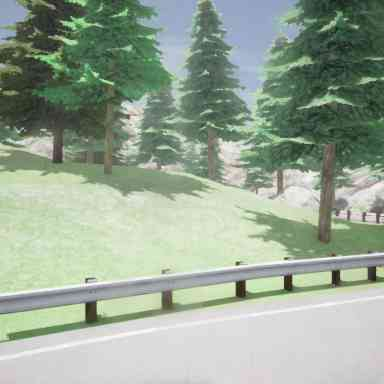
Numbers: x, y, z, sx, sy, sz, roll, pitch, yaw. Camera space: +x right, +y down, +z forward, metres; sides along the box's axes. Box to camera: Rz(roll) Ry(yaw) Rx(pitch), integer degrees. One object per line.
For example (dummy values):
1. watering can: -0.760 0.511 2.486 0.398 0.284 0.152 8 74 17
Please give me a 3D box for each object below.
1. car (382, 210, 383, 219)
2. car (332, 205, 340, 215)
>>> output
1. car: 16.073 1.367 23.645 2.097 1.767 4.553 0 0 -20
2. car: 12.641 1.579 33.075 1.994 1.385 4.181 0 0 -20
